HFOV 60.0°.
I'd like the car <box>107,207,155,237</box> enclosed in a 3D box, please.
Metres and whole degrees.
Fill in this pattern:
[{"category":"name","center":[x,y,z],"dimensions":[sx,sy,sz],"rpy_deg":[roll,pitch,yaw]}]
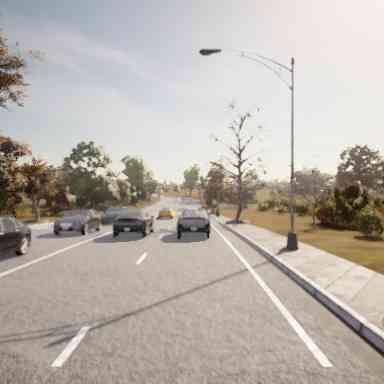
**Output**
[{"category":"car","center":[-3.406,1.813,19.863],"dimensions":[1.837,1.490,4.892],"rpy_deg":[0,-2,0]}]

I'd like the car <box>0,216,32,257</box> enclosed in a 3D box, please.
[{"category":"car","center":[-7.094,1.576,10.943],"dimensions":[1.837,1.490,4.892],"rpy_deg":[0,-1,0]}]

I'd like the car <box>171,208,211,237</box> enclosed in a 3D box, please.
[{"category":"car","center":[0.093,1.797,19.748],"dimensions":[2.128,1.511,4.902],"rpy_deg":[0,-2,0]}]

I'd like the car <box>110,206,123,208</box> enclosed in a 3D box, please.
[{"category":"car","center":[-7.095,2.132,31.252],"dimensions":[2.097,1.767,4.553],"rpy_deg":[0,-2,0]}]

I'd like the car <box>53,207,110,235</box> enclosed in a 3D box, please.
[{"category":"car","center":[-7.090,1.849,21.099],"dimensions":[2.128,1.511,4.902],"rpy_deg":[0,-2,0]}]

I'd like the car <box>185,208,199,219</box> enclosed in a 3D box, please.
[{"category":"car","center":[0.033,2.893,45.124],"dimensions":[1.812,1.442,4.674],"rpy_deg":[0,-2,1]}]

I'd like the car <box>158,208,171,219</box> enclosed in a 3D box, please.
[{"category":"car","center":[-3.466,2.845,45.137],"dimensions":[1.882,1.535,5.008],"rpy_deg":[0,-2,0]}]
